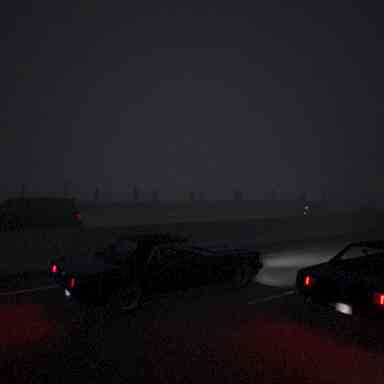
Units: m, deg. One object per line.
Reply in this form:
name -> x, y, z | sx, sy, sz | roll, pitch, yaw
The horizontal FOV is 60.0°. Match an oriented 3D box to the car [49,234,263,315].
car -> -0.573, 1.641, 7.635 | 4.718, 1.301, 1.895 | 1, 0, -35

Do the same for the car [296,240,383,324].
car -> 4.350, 1.678, 6.849 | 4.718, 1.301, 1.895 | 1, 0, -36

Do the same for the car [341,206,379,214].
car -> 13.611, 1.839, 26.586 | 4.181, 1.385, 1.994 | 1, 0, -35

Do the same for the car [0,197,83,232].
car -> -7.977, 1.246, 15.498 | 5.566, 2.045, 2.150 | 1, 0, -35

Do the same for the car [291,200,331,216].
car -> 12.229, 1.662, 34.193 | 4.553, 1.767, 2.097 | 1, 0, -35
